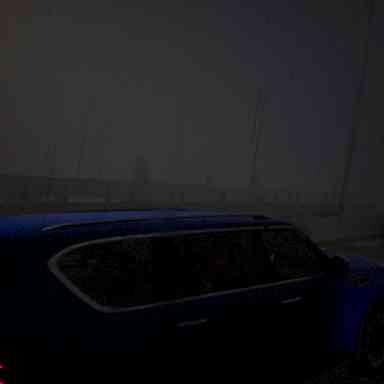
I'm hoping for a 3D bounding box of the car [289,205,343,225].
[{"bbox_3d":[10.878,1.956,28.942,5.008,1.535,1.882,2,-1,-35],"label":"car"}]

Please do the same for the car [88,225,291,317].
[{"bbox_3d":[0.121,1.637,8.132,4.718,1.301,1.895,1,-1,-35],"label":"car"}]

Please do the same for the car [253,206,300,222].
[{"bbox_3d":[7.935,2.019,31.142,4.181,1.385,1.994,2,-1,-35],"label":"car"}]

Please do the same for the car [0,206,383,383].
[{"bbox_3d":[0.253,1.230,3.926,5.566,2.045,2.150,1,0,-35],"label":"car"}]
